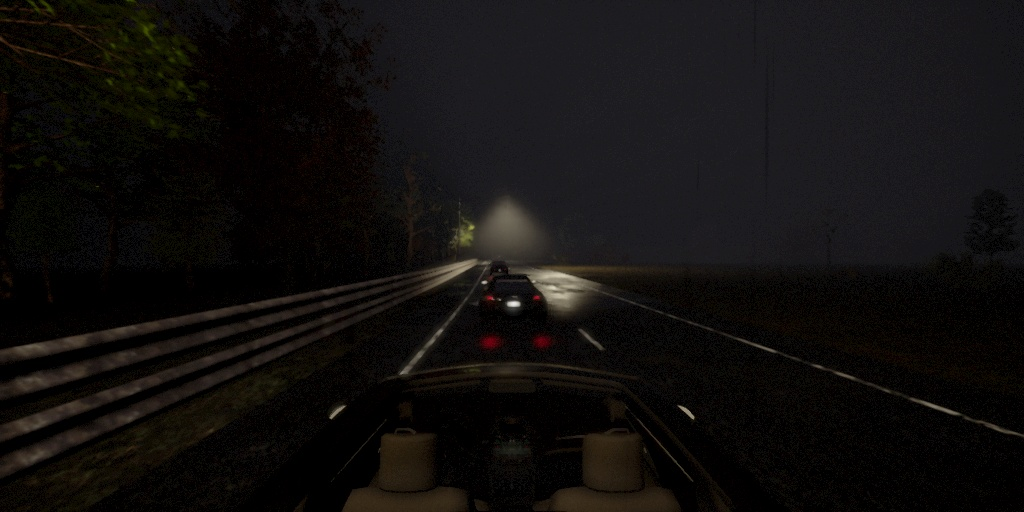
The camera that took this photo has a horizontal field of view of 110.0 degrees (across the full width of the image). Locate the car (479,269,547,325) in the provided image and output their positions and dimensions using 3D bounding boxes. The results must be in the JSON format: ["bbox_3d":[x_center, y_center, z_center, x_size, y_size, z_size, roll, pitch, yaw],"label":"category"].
[{"bbox_3d":[-0.046,1.291,11.844,1.994,1.385,4.181,0,0,-3],"label":"car"}]

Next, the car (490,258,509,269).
[{"bbox_3d":[-1.281,1.171,36.508,1.812,1.442,4.674,0,0,-3],"label":"car"}]
